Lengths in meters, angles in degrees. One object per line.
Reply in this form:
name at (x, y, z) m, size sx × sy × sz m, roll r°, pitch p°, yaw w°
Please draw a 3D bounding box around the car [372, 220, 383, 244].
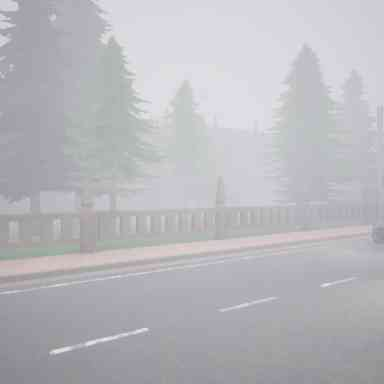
car at (9.897, 1.477, 14.579) m, size 5.008 × 1.535 × 1.882 m, roll 0°, pitch 0°, yaw -33°
